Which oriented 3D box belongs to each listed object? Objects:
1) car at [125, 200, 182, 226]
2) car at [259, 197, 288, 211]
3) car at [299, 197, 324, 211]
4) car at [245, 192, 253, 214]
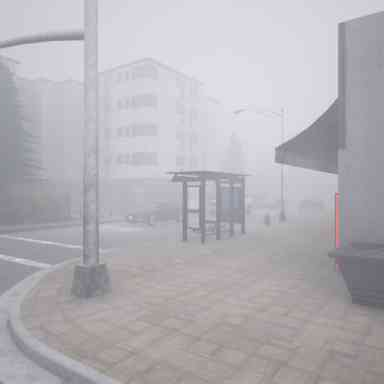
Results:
[{"bbox_3d":[-2.307,1.328,22.164,1.837,1.490,4.892,0,0,36],"label":"car"},{"bbox_3d":[9.521,1.301,38.562,1.882,1.535,5.008,0,0,36],"label":"car"},{"bbox_3d":[13.751,1.329,38.192,1.837,1.490,4.892,0,0,36],"label":"car"},{"bbox_3d":[3.578,1.045,30.347,2.150,2.045,5.566,0,0,36],"label":"car"}]
